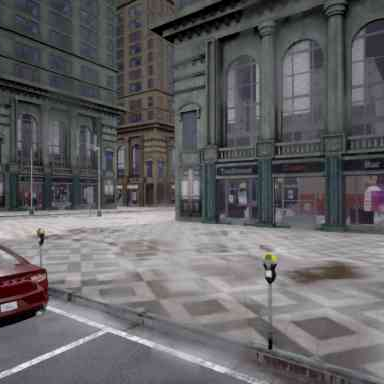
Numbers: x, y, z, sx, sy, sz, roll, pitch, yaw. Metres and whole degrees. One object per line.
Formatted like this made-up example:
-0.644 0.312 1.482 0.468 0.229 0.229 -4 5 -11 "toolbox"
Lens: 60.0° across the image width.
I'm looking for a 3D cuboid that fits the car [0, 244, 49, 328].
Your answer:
-4.493 1.545 6.170 4.507 1.381 1.887 0 0 35 "car"
